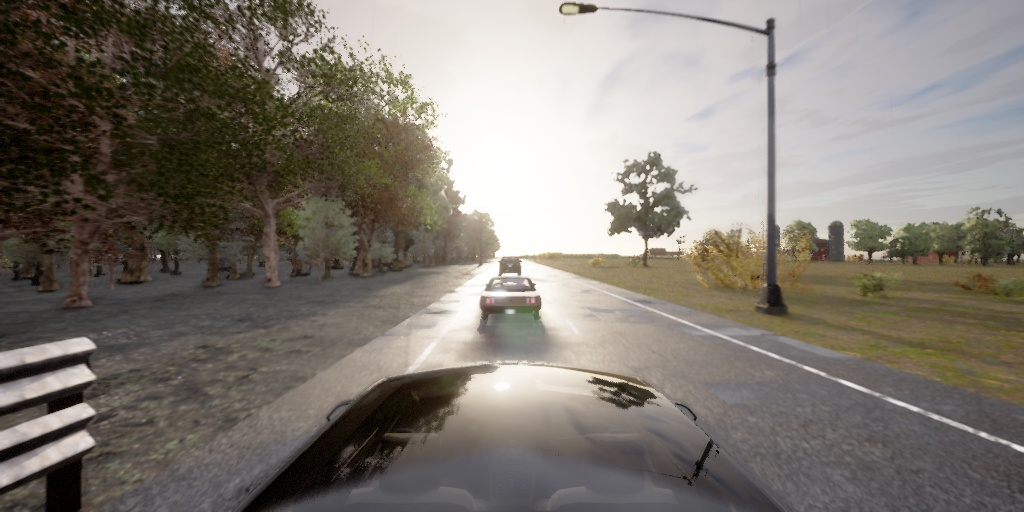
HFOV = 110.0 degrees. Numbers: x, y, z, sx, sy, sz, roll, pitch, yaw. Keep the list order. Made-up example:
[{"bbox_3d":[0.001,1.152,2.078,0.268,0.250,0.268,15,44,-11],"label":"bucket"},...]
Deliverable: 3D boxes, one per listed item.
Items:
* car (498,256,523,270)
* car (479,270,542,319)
[{"bbox_3d":[-0.176,0.988,34.305,2.150,2.045,5.566,0,0,0],"label":"car"},{"bbox_3d":[-0.052,1.354,12.796,1.895,1.301,4.718,0,0,0],"label":"car"}]
